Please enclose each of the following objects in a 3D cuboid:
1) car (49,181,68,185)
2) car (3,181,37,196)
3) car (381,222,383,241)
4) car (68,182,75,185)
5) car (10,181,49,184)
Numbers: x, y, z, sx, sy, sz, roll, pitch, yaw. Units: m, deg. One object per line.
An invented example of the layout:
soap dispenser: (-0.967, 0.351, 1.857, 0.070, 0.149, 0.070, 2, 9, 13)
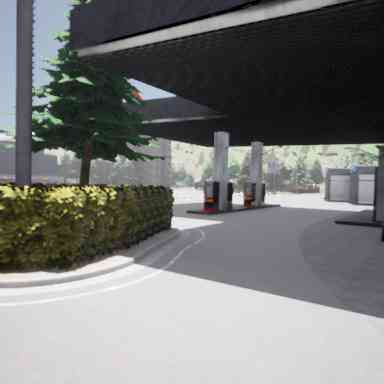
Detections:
car: (-27.008, -1.264, 65.452, 3.866, 1.878, 1.905, 2, 2, 35)
car: (-21.939, -0.474, 42.436, 4.605, 1.855, 1.932, 2, 2, 35)
car: (10.105, 1.409, 15.280, 2.242, 1.667, 4.611, 2, 2, 35)
car: (-25.676, -1.287, 68.067, 4.605, 1.855, 1.932, 2, 2, 35)
car: (-17.390, -0.186, 35.230, 3.866, 1.878, 1.905, 2, 2, 35)
